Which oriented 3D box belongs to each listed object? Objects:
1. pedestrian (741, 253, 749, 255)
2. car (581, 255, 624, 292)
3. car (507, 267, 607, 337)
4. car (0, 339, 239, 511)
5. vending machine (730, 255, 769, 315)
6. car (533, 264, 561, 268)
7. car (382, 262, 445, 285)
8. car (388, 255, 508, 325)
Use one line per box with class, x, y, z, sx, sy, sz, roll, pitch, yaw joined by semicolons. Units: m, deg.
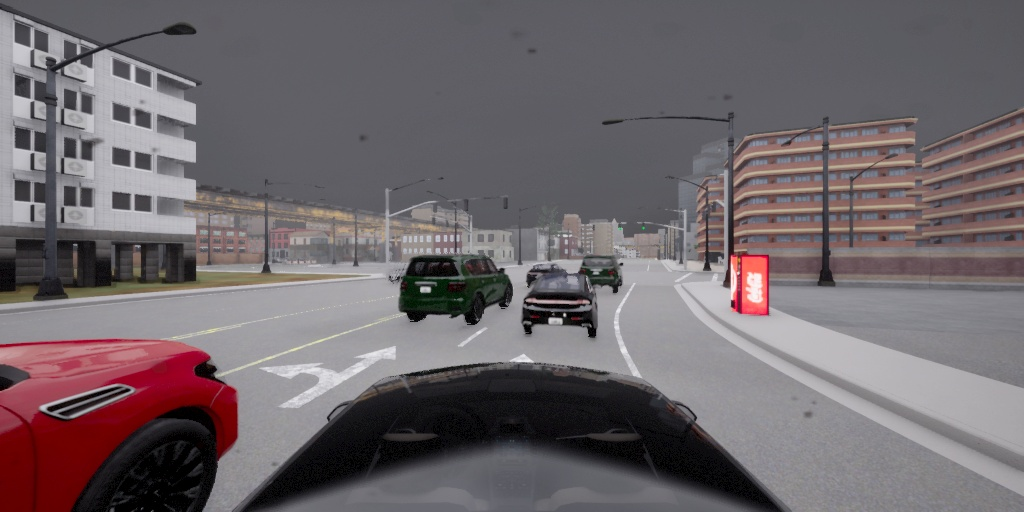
pedestrian;8.041;0.795;12.407;0.375;1.860;0.375;0;0;21
car;5.421;0.974;21.604;2.150;2.045;5.566;0;0;20
car;1.529;1.242;10.394;2.128;1.511;4.902;0;0;13
car;-3.265;0.972;0.531;2.150;2.045;5.566;0;0;-1
vending machine;7.808;0.945;11.787;1.100;2.100;0.880;0;0;20
car;2.402;1.241;23.484;2.128;1.511;4.902;0;0;21
car;-7.413;1.282;27.532;2.128;1.511;4.902;0;0;21
car;-1.614;0.974;12.143;2.150;2.045;5.566;0;0;15
